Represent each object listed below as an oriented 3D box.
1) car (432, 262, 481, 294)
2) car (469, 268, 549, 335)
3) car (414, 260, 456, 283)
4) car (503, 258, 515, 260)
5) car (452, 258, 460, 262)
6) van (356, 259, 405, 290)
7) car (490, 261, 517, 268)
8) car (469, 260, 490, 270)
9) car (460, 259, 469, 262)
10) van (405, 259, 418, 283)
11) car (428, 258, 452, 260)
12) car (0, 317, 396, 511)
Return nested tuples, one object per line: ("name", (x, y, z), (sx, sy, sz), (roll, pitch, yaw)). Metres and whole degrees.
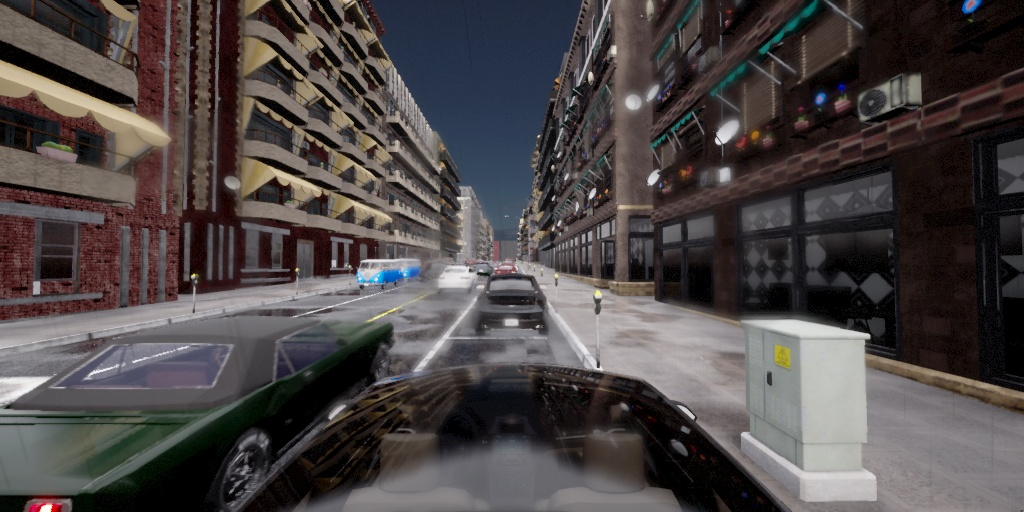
("car", (-3.021, 1.290, 20.510), (1.812, 1.442, 4.674), (0, 0, 0))
("car", (0.000, 1.259, 10.503), (1.837, 1.490, 4.892), (0, 0, 0))
("car", (-5.867, 1.281, 27.958), (1.837, 1.490, 4.892), (0, 0, 0))
("car", (-0.445, 1.240, 39.134), (1.967, 1.591, 4.097), (0, 0, 0))
("car", (-8.335, 1.128, 44.724), (2.192, 1.841, 5.009), (0, 0, 0))
("van", (-8.335, 1.108, 22.603), (1.690, 1.789, 3.998), (0, 0, 0))
("car", (-0.452, 1.322, 28.072), (1.888, 1.381, 4.507), (0, 0, 0))
("car", (-2.925, 1.357, 36.048), (1.994, 1.385, 4.181), (0, 0, 0))
("car", (-8.335, 1.410, 55.786), (1.948, 1.339, 4.313), (0, 0, 0))
("van", (-8.335, 1.118, 28.134), (1.690, 1.789, 3.998), (0, 0, 0))
("car", (-8.335, 1.115, 39.194), (2.192, 1.841, 5.009), (0, 0, 0))
("car", (-2.924, 1.352, 4.085), (1.895, 1.301, 4.718), (0, 0, 0))
